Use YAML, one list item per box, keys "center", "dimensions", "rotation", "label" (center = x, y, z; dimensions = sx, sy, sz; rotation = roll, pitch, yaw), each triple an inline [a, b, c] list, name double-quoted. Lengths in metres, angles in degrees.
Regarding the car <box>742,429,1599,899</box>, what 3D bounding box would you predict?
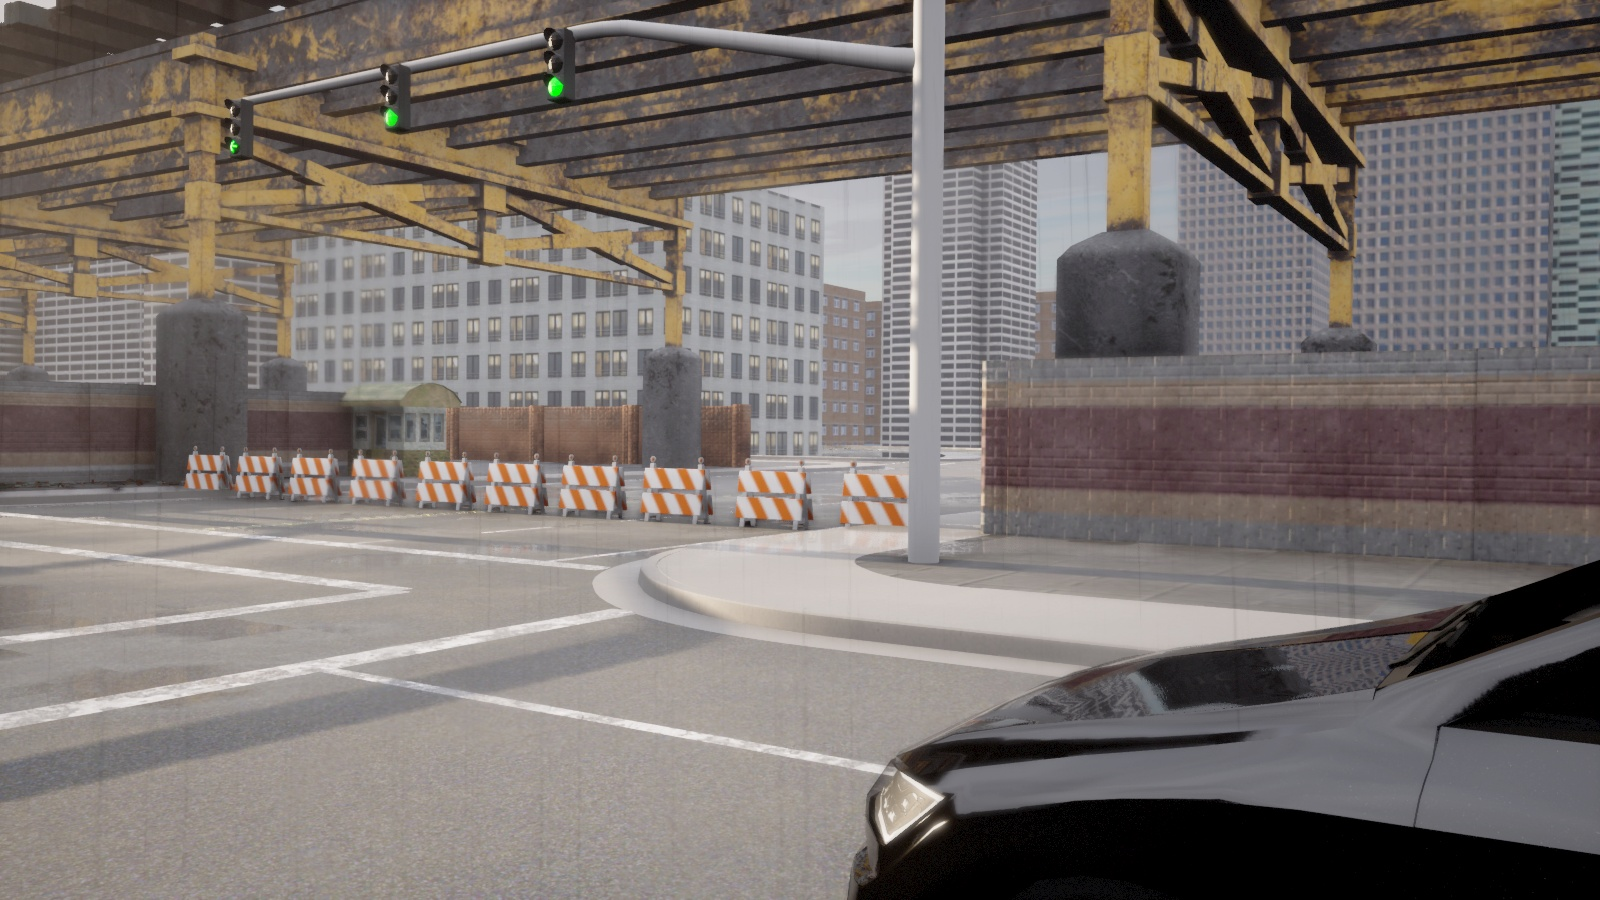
- center: [2.136, 0.696, 2.204]
  dimensions: [4.193, 1.474, 1.816]
  rotation: [0, 1, 34]
  label: "car"
